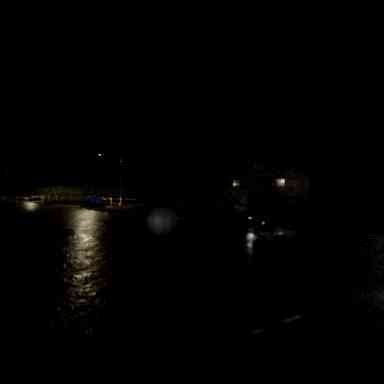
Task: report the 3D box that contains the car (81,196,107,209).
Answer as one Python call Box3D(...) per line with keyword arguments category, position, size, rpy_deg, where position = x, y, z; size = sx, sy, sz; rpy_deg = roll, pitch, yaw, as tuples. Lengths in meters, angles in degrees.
Box3D(category="car", position=(-12.116, 1.270, 40.899), size=(1.882, 1.535, 5.008), rpy_deg=(2, 0, -36))

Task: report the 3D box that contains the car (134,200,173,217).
Box3D(category="car", position=(-3.370, 1.399, 28.700), size=(1.994, 1.385, 4.181), rpy_deg=(2, -1, -36))

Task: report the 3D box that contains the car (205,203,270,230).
Box3D(category="car", position=(2.626, 1.422, 20.304), size=(1.812, 1.442, 4.674), rpy_deg=(2, -1, -34))

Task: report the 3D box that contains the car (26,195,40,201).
Box3D(category="car", position=(-40.219, 1.623, 84.790), size=(1.895, 1.301, 4.718), rpy_deg=(2, -2, -36))
